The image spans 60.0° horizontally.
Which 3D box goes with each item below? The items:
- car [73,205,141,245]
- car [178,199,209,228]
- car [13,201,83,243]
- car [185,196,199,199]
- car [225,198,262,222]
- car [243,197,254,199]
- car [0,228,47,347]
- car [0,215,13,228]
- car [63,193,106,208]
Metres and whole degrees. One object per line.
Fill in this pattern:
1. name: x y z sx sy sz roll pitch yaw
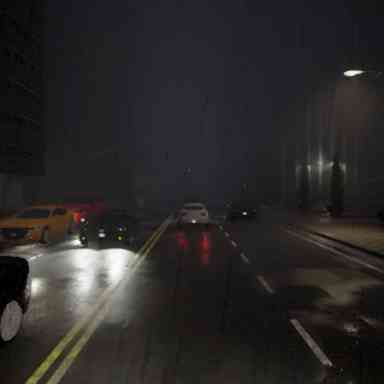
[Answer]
1. car: -3.500 1.481 14.882 1.994 1.385 4.181 0 0 0
2. car: 0.102 1.409 20.928 1.812 1.442 4.674 0 0 0
3. car: -6.999 1.391 15.530 1.882 1.535 5.008 0 0 0
4. car: 0.103 1.240 42.863 1.882 1.535 5.008 0 0 0
5. car: 3.602 1.427 24.666 1.994 1.385 4.181 0 0 0
6. car: 6.925 1.338 40.866 1.994 1.385 4.181 0 0 39
7. car: -3.577 1.458 3.418 1.882 1.535 5.008 0 0 0
8. car: -7.041 1.514 8.936 1.994 1.385 4.181 0 0 1
9. car: -6.998 1.104 21.090 2.150 2.045 5.566 0 0 0
